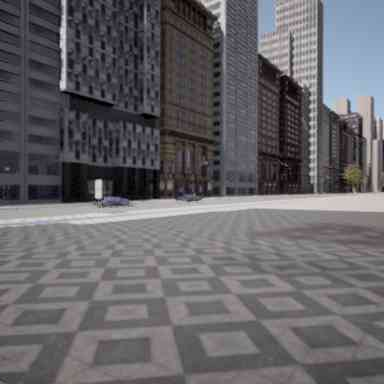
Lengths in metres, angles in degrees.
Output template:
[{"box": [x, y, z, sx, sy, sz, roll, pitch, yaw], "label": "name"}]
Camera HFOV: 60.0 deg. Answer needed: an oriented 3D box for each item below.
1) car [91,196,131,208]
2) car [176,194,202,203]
[{"box": [-10.506, 1.268, 43.542, 2.033, 1.411, 5.357, 0, 1, 36], "label": "car"}, {"box": [-0.432, 1.065, 57.332, 2.033, 1.411, 5.357, 0, 1, 36], "label": "car"}]
